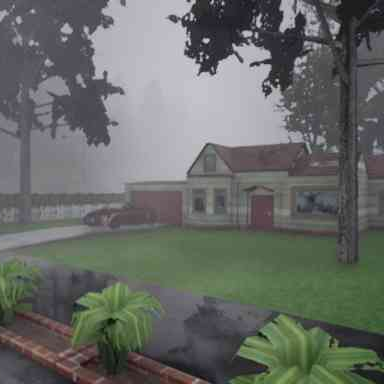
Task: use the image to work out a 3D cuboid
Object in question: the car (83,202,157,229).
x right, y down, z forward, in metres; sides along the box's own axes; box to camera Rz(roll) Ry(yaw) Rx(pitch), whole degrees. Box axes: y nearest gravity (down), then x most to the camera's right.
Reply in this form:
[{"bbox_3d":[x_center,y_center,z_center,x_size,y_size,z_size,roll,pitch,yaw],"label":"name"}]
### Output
[{"bbox_3d":[-3.869,1.227,18.372,1.994,1.381,4.181,0,0,35],"label":"car"}]
